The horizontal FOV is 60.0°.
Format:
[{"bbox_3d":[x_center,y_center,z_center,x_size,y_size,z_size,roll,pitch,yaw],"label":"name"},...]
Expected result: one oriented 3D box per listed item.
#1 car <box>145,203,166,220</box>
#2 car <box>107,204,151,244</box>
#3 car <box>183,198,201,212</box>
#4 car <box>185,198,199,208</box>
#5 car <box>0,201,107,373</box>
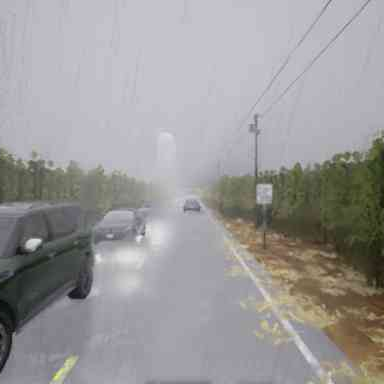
[{"bbox_3d":[-3.294,1.576,27.975,1.895,1.301,4.718,0,0,0],"label":"car"},{"bbox_3d":[-3.294,1.512,15.774,1.812,1.442,4.674,0,0,0],"label":"car"},{"bbox_3d":[-0.006,1.532,37.458,1.994,1.385,4.181,0,0,0],"label":"car"},{"bbox_3d":[-0.001,1.559,48.380,1.895,1.301,4.718,0,0,0],"label":"car"},{"bbox_3d":[-3.329,1.216,5.564,2.150,2.045,5.566,0,0,1],"label":"car"}]
